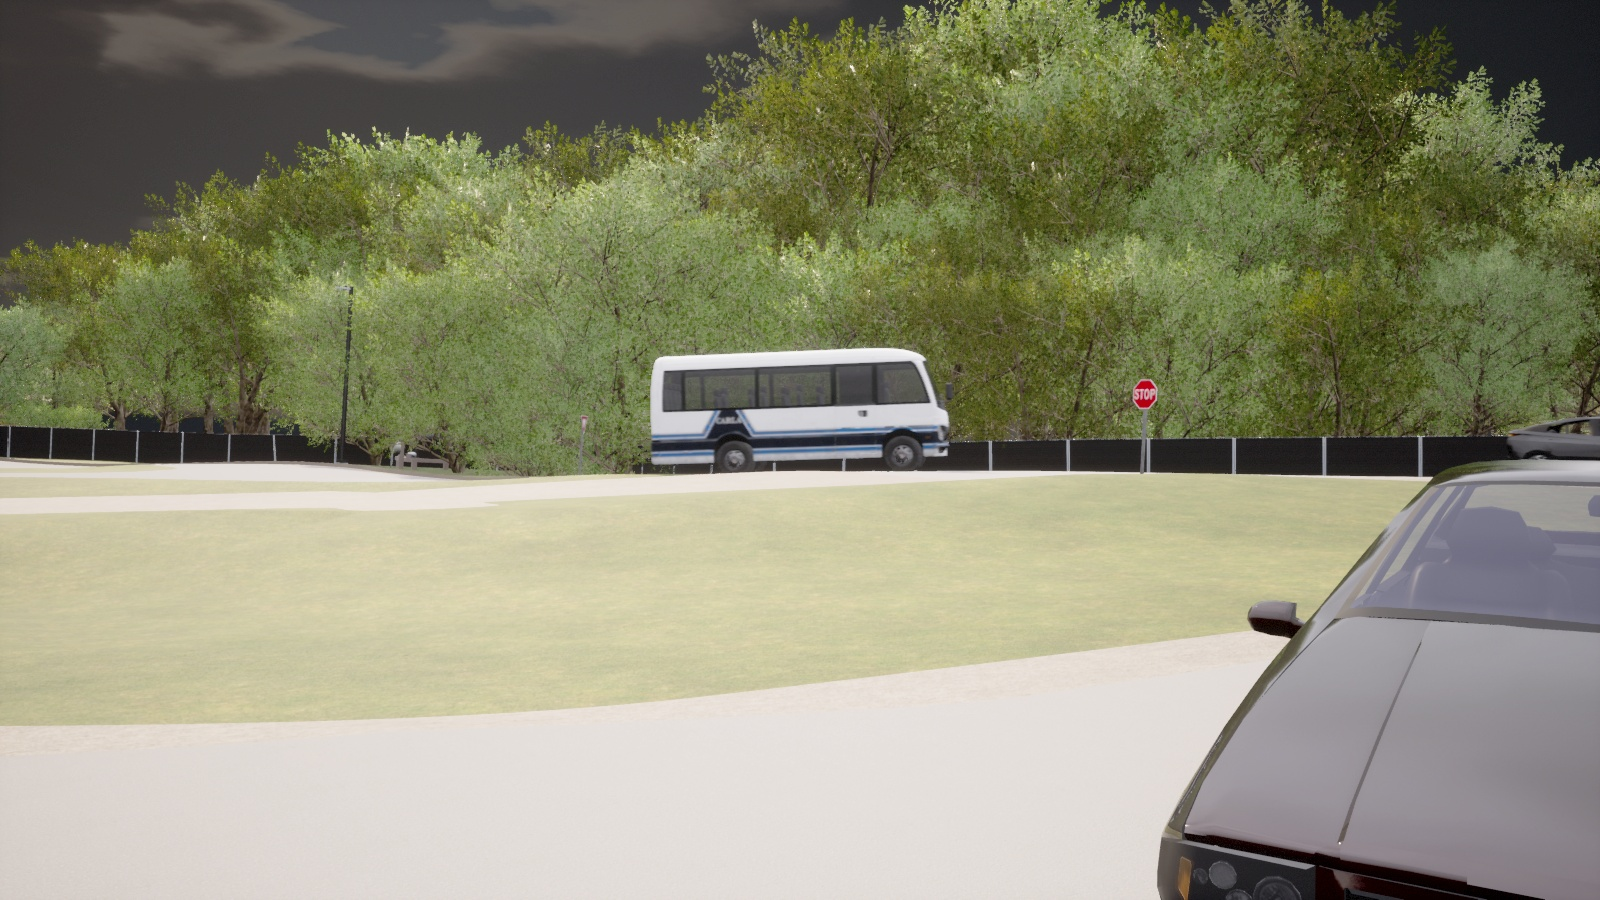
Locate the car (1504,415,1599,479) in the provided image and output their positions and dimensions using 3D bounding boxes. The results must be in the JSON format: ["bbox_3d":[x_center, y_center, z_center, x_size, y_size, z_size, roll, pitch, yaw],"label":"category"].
[{"bbox_3d":[19.898,-0.055,30.535,4.514,1.525,2.007,0,-1,43],"label":"car"}]

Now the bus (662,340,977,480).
[{"bbox_3d":[0.827,-1.265,43.066,10.273,4.253,3.944,-2,0,8],"label":"bus"}]

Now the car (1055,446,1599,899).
[{"bbox_3d":[2.823,0.751,4.234,2.033,1.411,5.357,2,2,33],"label":"car"}]
